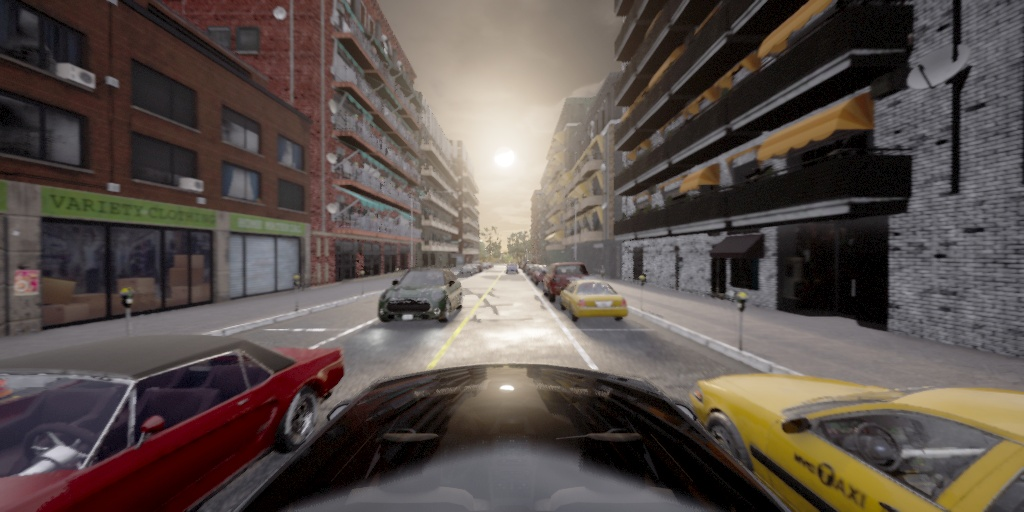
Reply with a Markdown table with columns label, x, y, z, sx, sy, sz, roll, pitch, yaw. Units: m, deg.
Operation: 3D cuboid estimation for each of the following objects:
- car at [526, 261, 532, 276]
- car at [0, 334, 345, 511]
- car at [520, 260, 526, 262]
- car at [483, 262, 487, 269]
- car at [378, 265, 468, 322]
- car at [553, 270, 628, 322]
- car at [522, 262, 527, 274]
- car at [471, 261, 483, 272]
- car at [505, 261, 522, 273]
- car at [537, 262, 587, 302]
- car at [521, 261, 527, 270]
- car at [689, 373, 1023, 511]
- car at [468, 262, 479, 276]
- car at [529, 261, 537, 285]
| label | x | y | z | sx | sy | sz | roll | pitch | yaw |
| --- | --- | --- | --- | --- | --- | --- | --- | --- | --- |
| car | 2.688 | 1.537 | 34.716 | 1.967 | 1.591 | 4.097 | 0 | 0 | 0 |
| car | -3.092 | 1.358 | 2.411 | 1.895 | 1.301 | 4.718 | 0 | -1 | 0 |
| car | 2.688 | 1.644 | 56.811 | 2.192 | 1.841 | 5.009 | 0 | 0 | 0 |
| car | -5.693 | 1.643 | 56.762 | 2.192 | 1.841 | 5.009 | 0 | 0 | 0 |
| car | -3.027 | 1.218 | 12.735 | 2.097 | 1.767 | 4.553 | 0 | -1 | 0 |
| car | 2.700 | 1.390 | 12.790 | 1.751 | 1.417 | 4.829 | 0 | 0 | 0 |
| car | 2.688 | 1.764 | 45.763 | 2.007 | 1.370 | 4.403 | 0 | 0 | 0 |
| car | -5.693 | 1.821 | 51.239 | 2.007 | 1.370 | 4.403 | 0 | 0 | 0 |
| car | -0.002 | 1.841 | 53.393 | 2.033 | 1.411 | 5.357 | 0 | -1 | 0 |
| car | 2.695 | 1.238 | 18.144 | 2.192 | 1.841 | 5.009 | 0 | 0 | 0 |
| car | 2.688 | 1.837 | 51.287 | 1.948 | 1.339 | 4.313 | 0 | 0 | 0 |
| car | 2.657 | 1.274 | 1.742 | 1.751 | 1.417 | 4.829 | 0 | 0 | 0 |
| car | -5.692 | 1.763 | 45.716 | 2.007 | 1.370 | 4.403 | 0 | 0 | 0 |
| car | 2.689 | 1.479 | 29.191 | 1.967 | 1.591 | 4.097 | 0 | 0 | 0 |
